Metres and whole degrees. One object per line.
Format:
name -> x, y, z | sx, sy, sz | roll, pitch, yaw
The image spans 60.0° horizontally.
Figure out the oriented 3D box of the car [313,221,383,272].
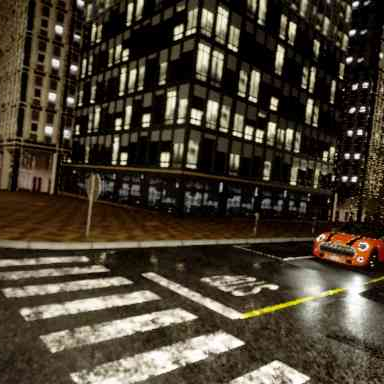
car -> 6.941, 2.021, 13.671 | 4.553, 1.767, 2.097 | 6, 1, -42
